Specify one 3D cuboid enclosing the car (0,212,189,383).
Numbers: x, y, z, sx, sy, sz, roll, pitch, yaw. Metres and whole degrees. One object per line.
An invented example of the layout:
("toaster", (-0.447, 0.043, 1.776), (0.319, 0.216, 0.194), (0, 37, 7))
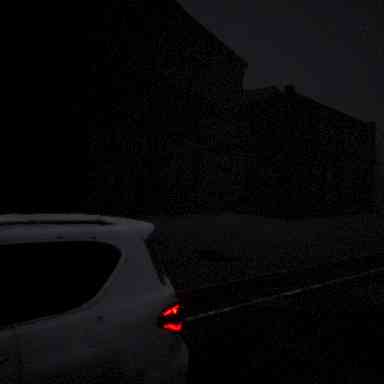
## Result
("car", (-2.629, 1.211, 2.120), (5.566, 2.045, 2.150), (1, 0, -36))
